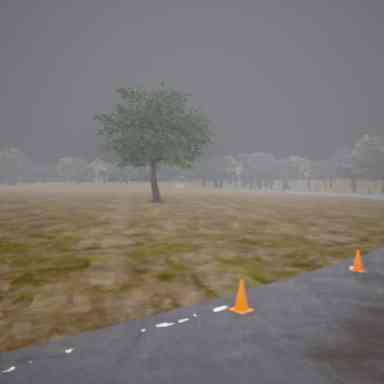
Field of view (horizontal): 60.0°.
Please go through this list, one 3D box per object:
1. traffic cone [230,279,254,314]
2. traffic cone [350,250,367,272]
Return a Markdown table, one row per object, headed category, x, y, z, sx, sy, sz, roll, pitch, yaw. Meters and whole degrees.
| category | x | y | z | sx | sy | sz | roll | pitch | yaw |
| --- | --- | --- | --- | --- | --- | --- | --- | --- | --- |
| traffic cone | 0.947 | 1.945 | 6.310 | 0.340 | 0.580 | 0.340 | 0 | 0 | -38 |
| traffic cone | 4.700 | 1.927 | 9.410 | 0.340 | 0.580 | 0.340 | 0 | 0 | -41 |
